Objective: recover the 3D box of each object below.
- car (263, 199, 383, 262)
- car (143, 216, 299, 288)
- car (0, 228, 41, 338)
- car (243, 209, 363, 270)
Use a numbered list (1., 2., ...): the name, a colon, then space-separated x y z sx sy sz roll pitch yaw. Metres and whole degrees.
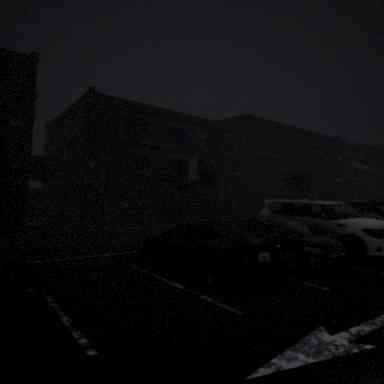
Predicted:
1. car: 4.984 1.301 12.731 2.435 2.045 5.566 1 0 -35
2. car: 0.339 1.533 9.590 2.163 1.488 4.792 1 0 -35
3. car: -4.260 1.460 6.381 2.097 1.535 5.008 0 0 -35
4. car: 2.654 1.528 11.160 2.231 1.521 4.892 1 0 -35
